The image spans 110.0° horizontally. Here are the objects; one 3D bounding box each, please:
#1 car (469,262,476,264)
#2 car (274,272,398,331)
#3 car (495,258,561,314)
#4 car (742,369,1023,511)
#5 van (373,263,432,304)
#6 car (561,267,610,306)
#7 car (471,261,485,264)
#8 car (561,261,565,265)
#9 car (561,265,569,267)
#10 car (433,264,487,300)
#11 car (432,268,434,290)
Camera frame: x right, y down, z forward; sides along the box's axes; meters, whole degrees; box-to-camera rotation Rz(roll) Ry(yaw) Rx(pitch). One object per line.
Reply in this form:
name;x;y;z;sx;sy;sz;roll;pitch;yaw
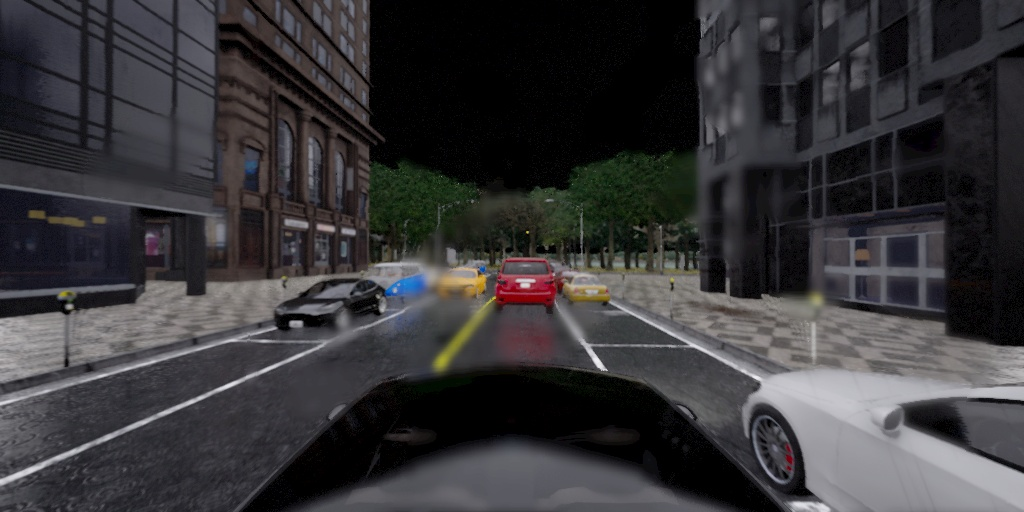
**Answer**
car;-4.603;1.549;32.929;1.751;1.417;4.829;0;0;2
car;-5.443;1.387;11.365;1.948;1.339;4.313;0;0;2
car;0.551;1.090;14.607;2.150;2.045;5.566;0;0;2
car;3.094;1.283;1.546;1.812;1.442;4.674;0;-1;2
van;-5.231;1.212;16.799;1.690;1.789;3.998;0;0;2
car;3.294;1.418;16.636;1.751;1.417;4.829;0;0;2
car;-4.384;1.515;38.531;1.967;1.591;4.097;0;0;2
car;3.711;1.433;27.333;1.967;1.591;4.097;0;0;2
car;3.499;1.488;21.900;1.888;1.381;4.507;0;0;2
car;-2.480;1.376;18.955;1.882;1.535;5.008;0;-1;2
car;-5.026;1.447;22.062;1.751;1.417;4.829;0;0;2
